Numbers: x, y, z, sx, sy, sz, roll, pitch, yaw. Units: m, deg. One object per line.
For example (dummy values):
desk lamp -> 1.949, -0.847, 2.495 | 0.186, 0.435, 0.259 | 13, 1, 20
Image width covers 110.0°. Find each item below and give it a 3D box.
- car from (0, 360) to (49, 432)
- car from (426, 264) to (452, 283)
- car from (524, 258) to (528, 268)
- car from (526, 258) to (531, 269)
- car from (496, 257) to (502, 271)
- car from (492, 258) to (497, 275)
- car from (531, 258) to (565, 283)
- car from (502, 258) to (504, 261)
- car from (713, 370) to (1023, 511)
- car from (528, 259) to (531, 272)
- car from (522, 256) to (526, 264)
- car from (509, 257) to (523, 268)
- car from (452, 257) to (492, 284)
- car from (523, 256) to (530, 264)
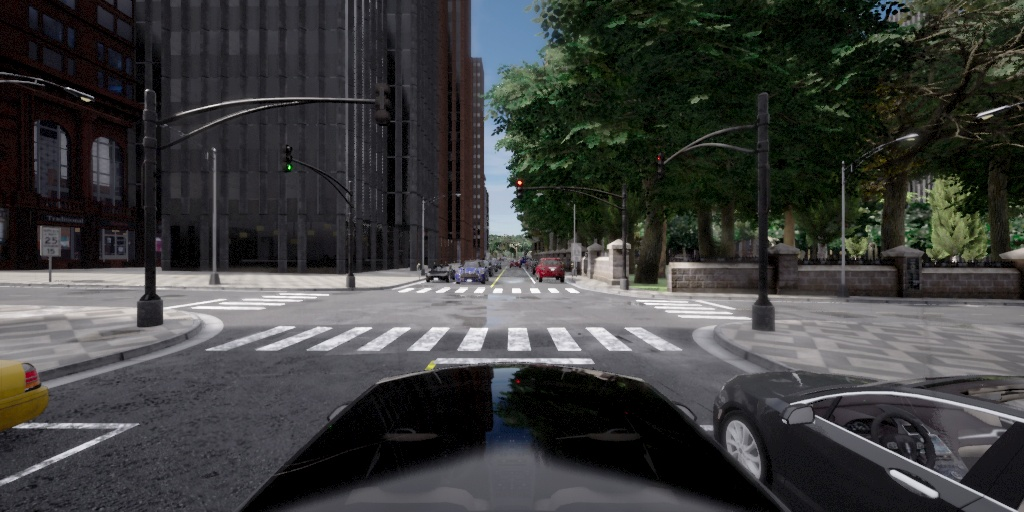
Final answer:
car -> -5.766, 1.275, 1.613 | 1.751, 1.417, 4.829 | 0, 0, 0
car -> -5.554, 1.326, 28.447 | 1.948, 1.339, 4.313 | 0, 0, 0
car -> 3.143, 1.335, 50.214 | 2.007, 1.370, 4.403 | 0, 0, 0
car -> 3.100, 1.329, 44.757 | 2.007, 1.370, 4.403 | 0, 0, 0
car -> -2.751, 1.270, 45.450 | 2.128, 1.511, 4.902 | 0, 0, 0
car -> -2.831, 1.273, 35.953 | 1.837, 1.490, 4.892 | 0, 0, 1
car -> 2.971, 1.075, 28.389 | 2.192, 1.841, 5.009 | 0, 0, 0
car -> -2.648, 1.354, 55.440 | 1.994, 1.385, 4.181 | 0, 0, 1
car -> 2.760, 1.300, 1.725 | 2.007, 1.370, 4.403 | 0, 0, 0
car -> 3.057, 1.338, 39.301 | 1.948, 1.339, 4.313 | 0, 0, 0
car -> 3.229, 1.237, 61.126 | 1.967, 1.591, 4.097 | 0, 0, 0
car -> 0.554, 1.323, 61.261 | 1.812, 1.442, 4.674 | 0, 0, 0
car -> -2.904, 1.112, 26.850 | 2.097, 1.767, 4.553 | 0, 0, 0
car -> 3.186, 1.230, 55.670 | 1.967, 1.591, 4.097 | 0, 0, 0
